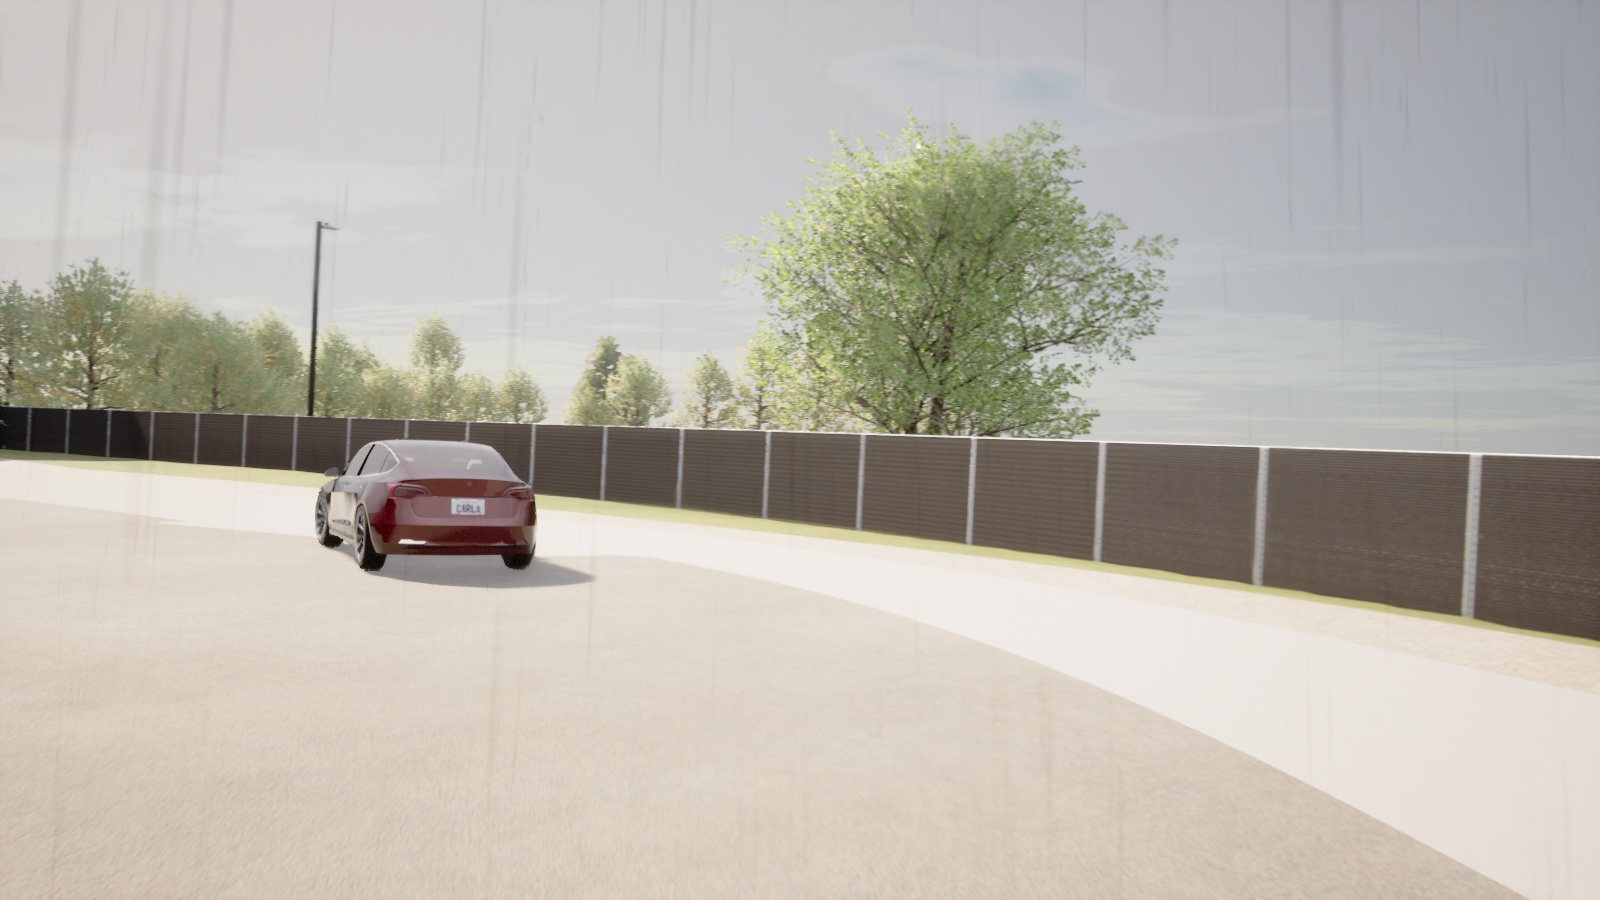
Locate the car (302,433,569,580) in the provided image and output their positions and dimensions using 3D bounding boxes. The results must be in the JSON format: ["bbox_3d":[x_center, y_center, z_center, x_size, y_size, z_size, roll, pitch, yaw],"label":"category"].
[{"bbox_3d":[-4.729,0.601,15.721,2.163,1.488,4.792,3,0,-29],"label":"car"}]
